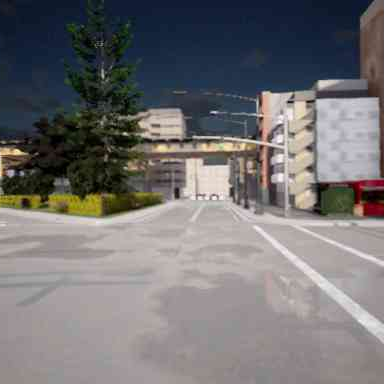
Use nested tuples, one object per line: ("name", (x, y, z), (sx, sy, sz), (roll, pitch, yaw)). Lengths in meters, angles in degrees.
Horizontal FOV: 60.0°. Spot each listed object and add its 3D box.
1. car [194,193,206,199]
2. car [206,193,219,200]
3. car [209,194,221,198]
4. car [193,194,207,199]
("car", (2.167, 1.305, 91.409), (2.038, 1.542, 4.974), (-1, 0, 28))
("car", (6.300, 1.258, 90.844), (2.038, 1.542, 4.974), (-1, 0, -17))
("car", (6.283, 1.100, 90.893), (1.853, 1.218, 4.536), (-1, 0, -17))
("car", (2.190, 1.147, 91.454), (1.853, 1.218, 4.536), (-1, 0, 28))
